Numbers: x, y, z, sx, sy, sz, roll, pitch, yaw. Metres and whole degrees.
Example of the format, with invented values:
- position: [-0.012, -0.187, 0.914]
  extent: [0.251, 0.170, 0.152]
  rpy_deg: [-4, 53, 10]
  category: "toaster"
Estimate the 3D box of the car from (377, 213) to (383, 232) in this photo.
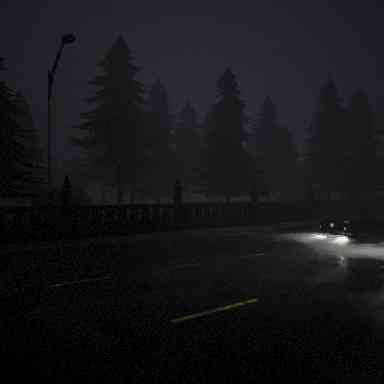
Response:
- position: [11.414, 1.492, 16.053]
  extent: [4.902, 1.511, 2.128]
  rpy_deg: [0, 0, -34]
  category: "car"

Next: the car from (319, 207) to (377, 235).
- position: [9.033, 1.563, 18.669]
  extent: [4.181, 1.385, 1.994]
  rpy_deg: [0, 0, -34]
  category: "car"
